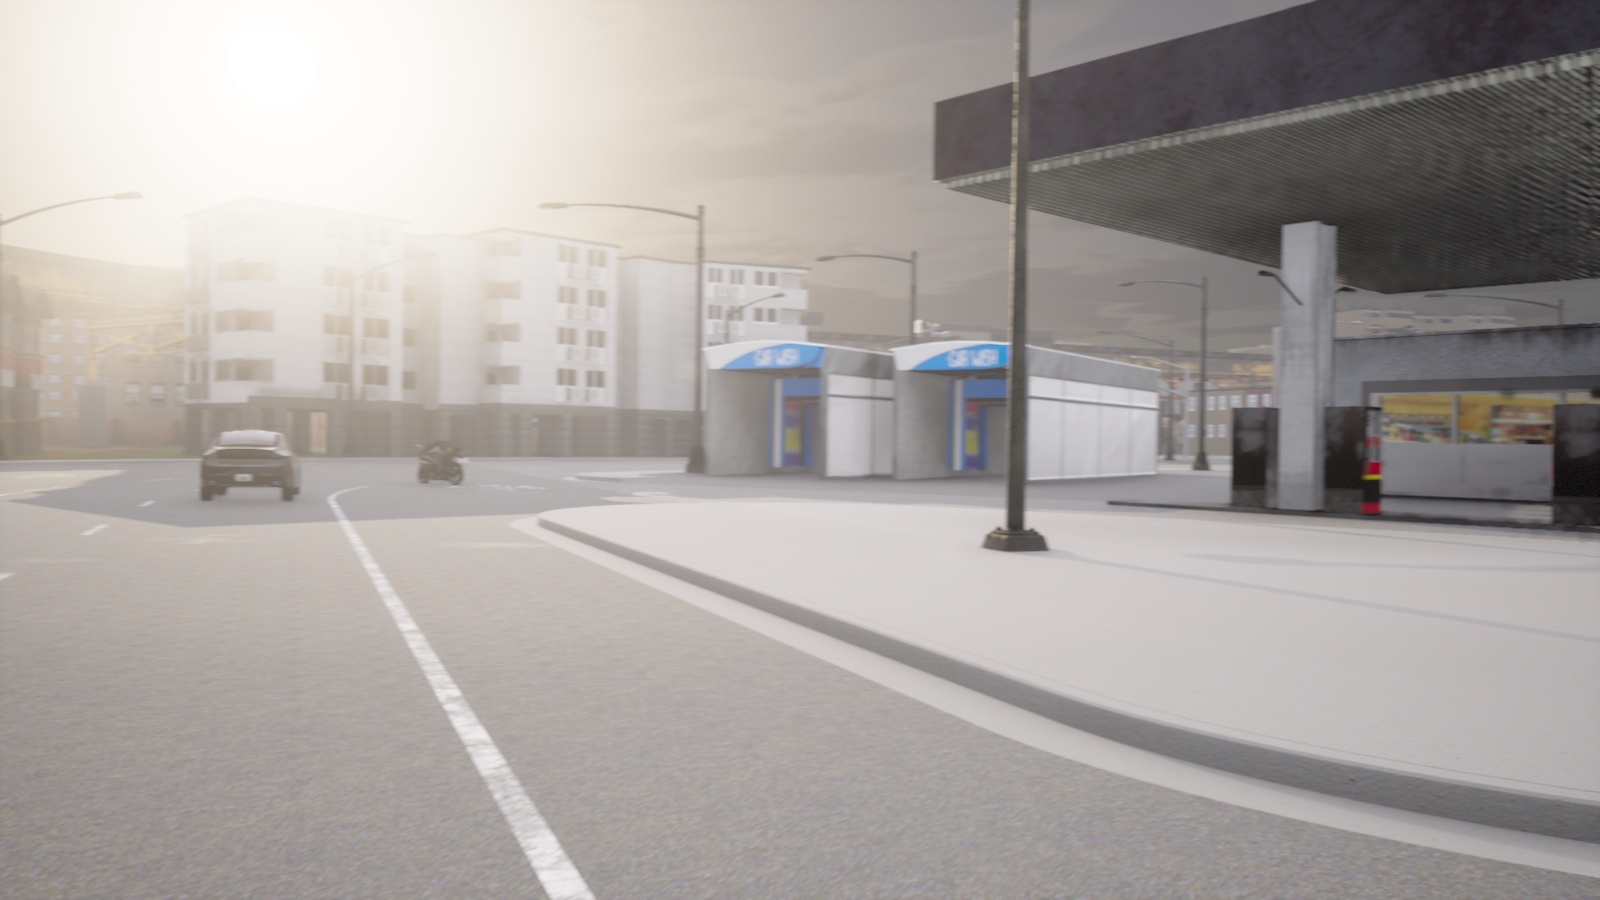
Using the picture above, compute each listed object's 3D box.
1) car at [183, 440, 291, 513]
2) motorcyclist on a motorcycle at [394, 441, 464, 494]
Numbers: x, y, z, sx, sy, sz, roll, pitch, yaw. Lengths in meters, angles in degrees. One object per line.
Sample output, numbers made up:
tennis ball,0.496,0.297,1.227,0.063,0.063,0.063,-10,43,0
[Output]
car,-12.567,0.555,28.284,1.837,1.490,4.892,0,0,-20
motorcyclist on a motorcycle,-10.994,0.509,37.200,2.191,1.530,0.866,0,0,37
